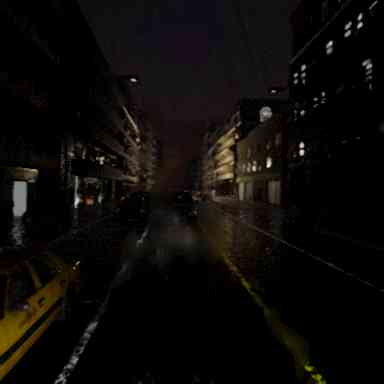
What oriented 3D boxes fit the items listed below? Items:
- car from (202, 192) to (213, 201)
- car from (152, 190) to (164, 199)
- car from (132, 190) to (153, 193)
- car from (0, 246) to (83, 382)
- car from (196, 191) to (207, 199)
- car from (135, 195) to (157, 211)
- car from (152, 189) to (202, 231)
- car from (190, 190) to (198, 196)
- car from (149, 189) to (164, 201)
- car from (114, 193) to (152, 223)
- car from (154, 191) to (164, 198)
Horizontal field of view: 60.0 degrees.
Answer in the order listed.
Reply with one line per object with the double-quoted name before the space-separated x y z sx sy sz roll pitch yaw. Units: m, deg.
"car" 2.535 0.773 55.673 1.752 1.417 4.829 1 1 -4
"car" -6.162 0.460 60.615 1.967 1.590 4.097 1 1 -4
"car" -4.088 0.858 26.864 2.192 1.841 5.009 1 1 -4
"car" -2.701 1.416 4.195 1.752 1.417 4.829 1 1 -4
"car" 1.855 0.620 66.754 1.887 1.381 4.507 1 1 -4
"car" -4.439 1.038 32.493 1.802 1.307 4.206 1 1 -4
"car" -0.893 0.937 18.709 2.150 2.045 5.566 1 1 -4
"car" 0.474 0.275 89.253 2.008 1.369 4.403 1 1 -4
"car" -5.813 0.423 54.989 2.192 1.841 5.009 1 1 -4
"car" -3.746 1.069 21.240 1.967 1.590 4.097 1 1 -4
"car" -6.509 0.477 66.243 1.887 1.381 4.507 1 1 -4
